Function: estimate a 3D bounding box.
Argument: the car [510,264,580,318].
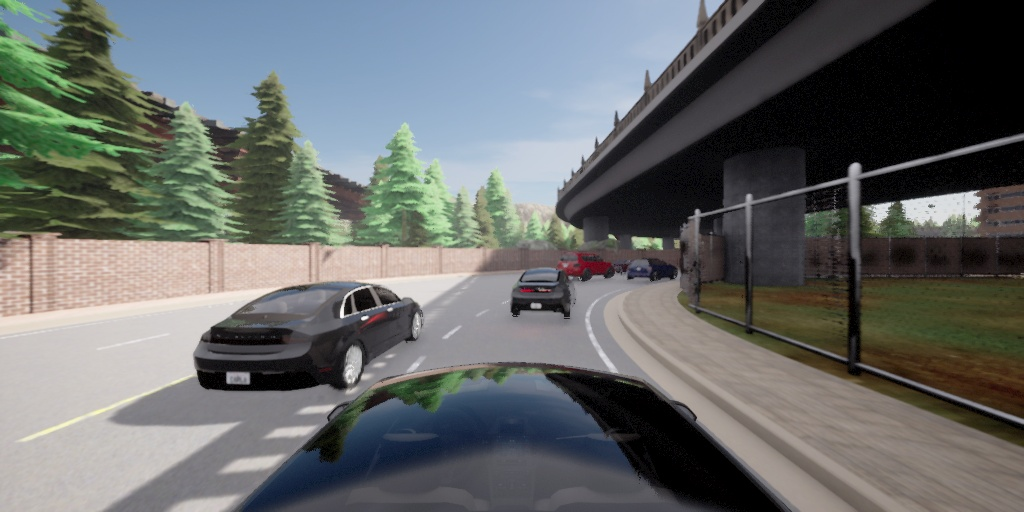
[{"bbox_3d":[1.241,1.183,12.694,1.837,1.490,4.892,-1,0,13],"label":"car"}]

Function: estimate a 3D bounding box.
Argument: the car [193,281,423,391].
[{"bbox_3d":[-3.168,1.222,6.769,1.837,1.490,4.892,0,0,4],"label":"car"}]

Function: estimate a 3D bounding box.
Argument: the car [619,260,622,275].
[{"bbox_3d":[10.989,1.091,35.910,4.181,1.385,1.994,0,0,-29],"label":"car"}]

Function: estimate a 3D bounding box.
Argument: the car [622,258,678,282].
[{"bbox_3d":[10.695,0.936,27.145,4.553,1.767,2.097,0,1,-41],"label":"car"}]

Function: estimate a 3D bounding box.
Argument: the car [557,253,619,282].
[{"bbox_3d":[5.654,0.804,27.402,2.150,2.045,5.566,0,0,44],"label":"car"}]
